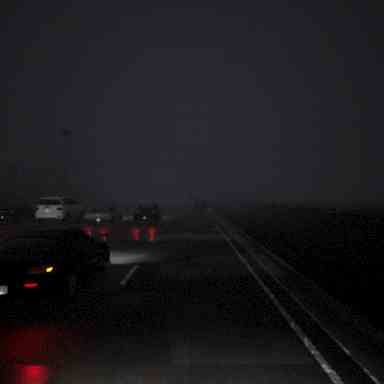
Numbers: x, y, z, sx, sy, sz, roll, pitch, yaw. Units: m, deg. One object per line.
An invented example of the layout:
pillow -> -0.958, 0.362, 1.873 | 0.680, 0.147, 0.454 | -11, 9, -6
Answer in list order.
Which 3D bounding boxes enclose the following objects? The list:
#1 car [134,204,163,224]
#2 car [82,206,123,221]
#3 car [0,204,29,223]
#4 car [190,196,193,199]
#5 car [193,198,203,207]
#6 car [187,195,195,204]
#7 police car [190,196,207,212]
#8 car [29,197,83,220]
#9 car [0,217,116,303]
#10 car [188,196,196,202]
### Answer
car -> -3.399, 1.674, 26.401 | 2.128, 1.511, 4.902 | 0, 0, 0
car -> -6.897, 1.785, 26.697 | 1.895, 1.301, 4.718 | 0, 0, 0
car -> -13.899, 1.678, 26.935 | 2.128, 1.511, 4.902 | 0, 0, 0
car -> 1.051, 1.833, 54.748 | 1.801, 1.575, 5.366 | 0, 0, 0
car -> 1.051, 1.924, 60.557 | 1.837, 1.490, 4.892 | 0, 0, 0
car -> 0.001, 1.684, 80.193 | 2.150, 2.045, 5.566 | 0, 0, 0
police car -> 1.051, 1.734, 44.668 | 1.930, 1.638, 5.238 | 0, 0, 0
car -> -10.400, 1.405, 26.571 | 2.150, 2.045, 5.566 | 0, 0, 0
car -> -3.399, 1.583, 8.204 | 1.812, 1.442, 4.674 | 0, 0, 0
car -> 0.002, 1.917, 95.131 | 2.097, 1.767, 4.553 | 0, 0, 0
